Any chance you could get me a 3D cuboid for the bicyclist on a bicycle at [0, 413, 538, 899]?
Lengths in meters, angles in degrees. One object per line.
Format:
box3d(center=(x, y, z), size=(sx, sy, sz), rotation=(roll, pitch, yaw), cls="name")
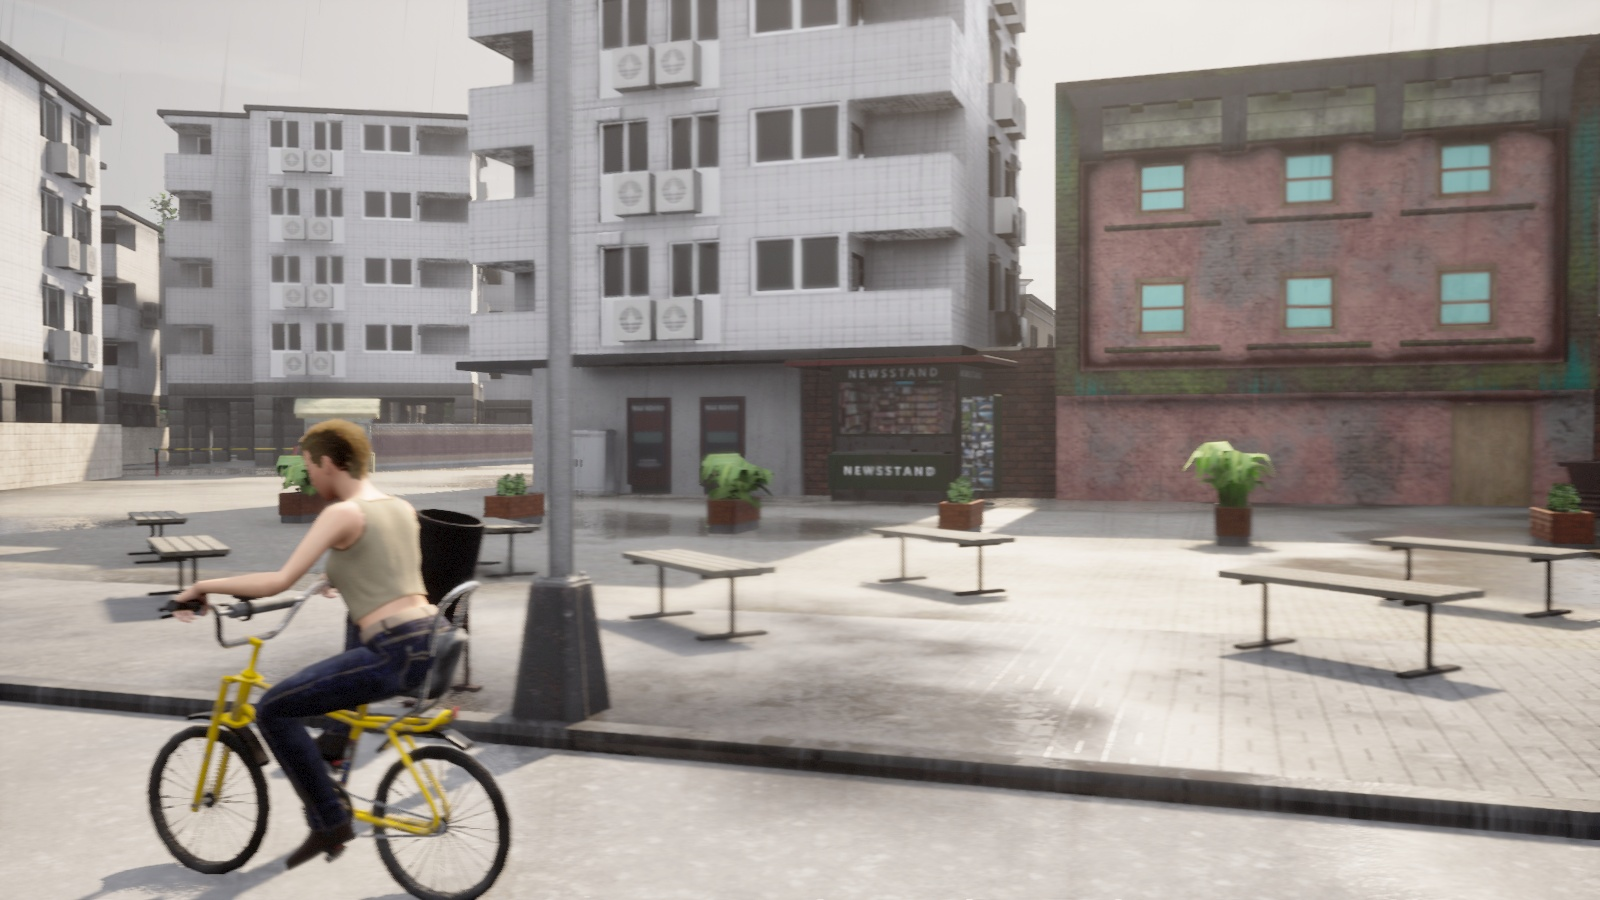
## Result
box3d(center=(-1.792, 0.687, 4.329), size=(1.509, 1.612, 0.866), rotation=(0, 1, 18), cls="bicyclist on a bicycle")
